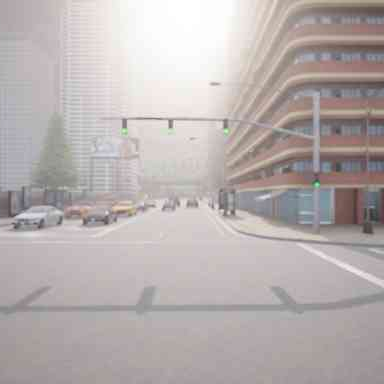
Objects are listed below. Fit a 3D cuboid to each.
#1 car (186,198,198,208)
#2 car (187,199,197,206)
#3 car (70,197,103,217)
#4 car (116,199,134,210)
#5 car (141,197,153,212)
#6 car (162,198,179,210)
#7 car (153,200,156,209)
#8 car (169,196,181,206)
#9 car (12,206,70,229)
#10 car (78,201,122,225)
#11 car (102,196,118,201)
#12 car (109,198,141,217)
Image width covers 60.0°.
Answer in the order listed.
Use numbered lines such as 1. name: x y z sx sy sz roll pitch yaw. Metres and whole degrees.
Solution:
1. car: 0.036 1.819 57.984 2.097 1.767 4.553 0 0 0
2. car: 0.041 2.095 66.451 1.994 1.385 4.181 0 0 0
3. car: -10.578 1.592 32.204 2.097 1.767 4.553 0 0 0
4. car: -10.511 1.901 52.348 1.837 1.490 4.892 0 0 1
5. car: -7.056 1.839 44.903 2.128 1.511 4.902 0 0 0
6. car: -3.365 1.934 48.802 2.033 1.411 5.357 0 -1 -1
7. car: -6.991 1.952 55.127 1.812 1.442 4.674 0 0 1
8. car: -3.402 1.722 63.725 2.150 2.045 5.566 0 -1 0
9. car: -10.584 1.696 23.256 1.812 1.442 4.674 0 0 2
10. car: -7.068 1.727 26.085 1.812 1.442 4.674 0 0 0
11. car: -10.566 1.537 41.933 2.150 2.045 5.566 0 0 0
12. car: -7.075 1.751 35.425 1.882 1.535 5.008 0 0 0
